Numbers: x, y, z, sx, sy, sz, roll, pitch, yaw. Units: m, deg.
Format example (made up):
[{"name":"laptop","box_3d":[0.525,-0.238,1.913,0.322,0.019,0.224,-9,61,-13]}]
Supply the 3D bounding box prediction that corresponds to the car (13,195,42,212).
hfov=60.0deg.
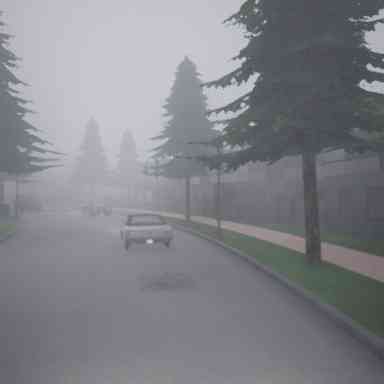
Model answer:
[{"name":"car","box_3d":[-19.514,1.340,39.296,2.150,2.045,5.566,0,0,-39]}]

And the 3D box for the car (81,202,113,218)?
[{"name":"car","box_3d":[-8.853,1.608,30.512,1.895,1.301,4.718,0,0,-30]}]

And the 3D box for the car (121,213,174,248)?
[{"name":"car","box_3d":[-2.154,1.591,14.746,1.895,1.301,4.718,0,0,-15]}]
